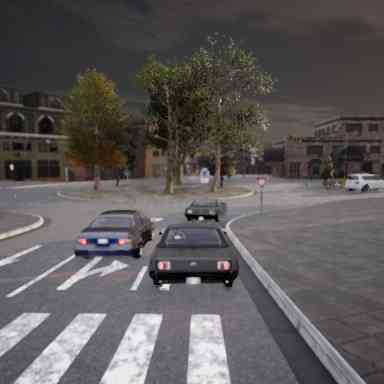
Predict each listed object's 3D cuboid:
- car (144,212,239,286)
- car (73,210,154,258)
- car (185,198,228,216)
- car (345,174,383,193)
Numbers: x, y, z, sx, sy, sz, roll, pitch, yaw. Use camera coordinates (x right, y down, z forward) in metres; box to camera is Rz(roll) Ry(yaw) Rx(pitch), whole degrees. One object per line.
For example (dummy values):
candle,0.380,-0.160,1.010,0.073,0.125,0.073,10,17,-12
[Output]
car,0.021,1.473,9.016,1.895,1.301,4.718,0,1,0
car,-2.491,1.335,11.831,2.033,1.411,5.357,0,2,0
car,0.992,0.997,20.070,1.895,1.301,4.718,1,3,13
car,19.973,-1.012,37.446,5.566,2.045,2.150,-2,6,-17
